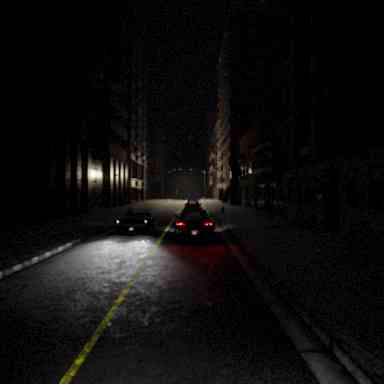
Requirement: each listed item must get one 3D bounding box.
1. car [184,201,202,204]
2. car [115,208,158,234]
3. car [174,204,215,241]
[{"bbox_3d":[0.092,1.561,34.166,1.994,1.385,4.181,0,0,0],"label":"car"},{"bbox_3d":[-3.104,1.600,19.279,1.895,1.301,4.718,0,0,0],"label":"car"},{"bbox_3d":[0.097,1.525,16.406,1.812,1.442,4.674,0,0,0],"label":"car"}]
